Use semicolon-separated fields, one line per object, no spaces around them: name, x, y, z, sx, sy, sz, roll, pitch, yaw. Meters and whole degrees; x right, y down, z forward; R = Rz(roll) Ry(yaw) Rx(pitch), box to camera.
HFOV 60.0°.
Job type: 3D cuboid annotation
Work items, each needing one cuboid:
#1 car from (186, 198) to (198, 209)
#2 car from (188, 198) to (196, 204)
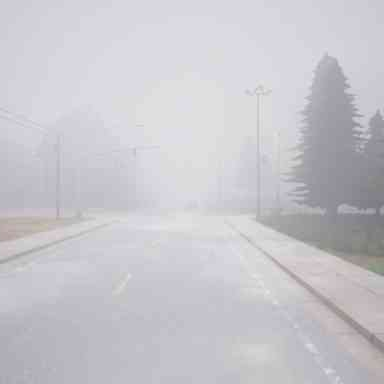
car;0.033;2.043;55.889;2.128;1.511;4.902;0;-1;0
car;0.048;2.176;81.354;2.033;1.411;5.357;0;-1;0
